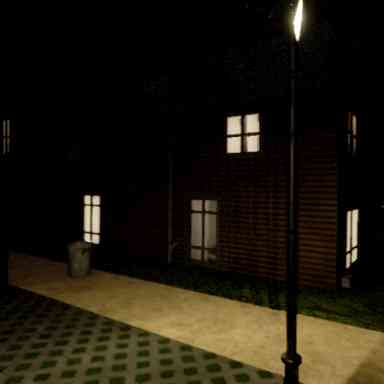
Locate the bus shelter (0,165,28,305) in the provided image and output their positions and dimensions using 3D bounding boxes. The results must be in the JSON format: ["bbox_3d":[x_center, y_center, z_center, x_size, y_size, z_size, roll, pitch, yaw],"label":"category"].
[{"bbox_3d":[-5.577,0.815,7.260,3.880,2.740,1.920,1,0,35],"label":"bus shelter"}]
